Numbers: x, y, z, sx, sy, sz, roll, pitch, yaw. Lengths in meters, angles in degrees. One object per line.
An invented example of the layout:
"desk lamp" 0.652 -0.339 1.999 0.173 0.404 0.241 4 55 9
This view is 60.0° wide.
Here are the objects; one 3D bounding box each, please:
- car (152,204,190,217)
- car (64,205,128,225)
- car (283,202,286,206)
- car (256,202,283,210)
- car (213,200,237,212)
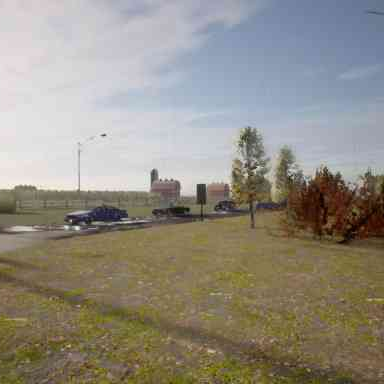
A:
"car" -2.180 1.909 35.229 1.895 1.301 4.718 -1 -1 32
"car" -7.507 1.763 26.737 2.033 1.411 5.357 -1 -1 32
"car" 16.933 2.059 59.313 1.812 1.442 4.674 -1 -1 31
"car" 11.452 1.649 50.322 2.150 2.045 5.566 -1 -1 32
"car" 4.666 1.937 46.215 1.837 1.490 4.892 -1 -1 32
